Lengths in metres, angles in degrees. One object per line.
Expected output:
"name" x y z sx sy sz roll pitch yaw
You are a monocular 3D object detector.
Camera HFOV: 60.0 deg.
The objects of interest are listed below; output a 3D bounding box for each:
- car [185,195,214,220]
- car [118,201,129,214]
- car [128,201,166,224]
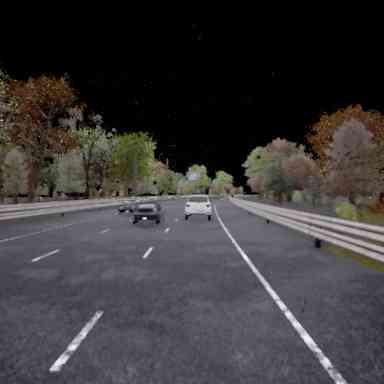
"car" 0.579 1.259 29.135 2.150 2.045 5.566 0 0 2
"car" -6.195 1.611 34.610 1.895 1.301 4.718 0 0 3
"car" -3.077 1.518 24.637 1.837 1.490 4.892 0 0 2
